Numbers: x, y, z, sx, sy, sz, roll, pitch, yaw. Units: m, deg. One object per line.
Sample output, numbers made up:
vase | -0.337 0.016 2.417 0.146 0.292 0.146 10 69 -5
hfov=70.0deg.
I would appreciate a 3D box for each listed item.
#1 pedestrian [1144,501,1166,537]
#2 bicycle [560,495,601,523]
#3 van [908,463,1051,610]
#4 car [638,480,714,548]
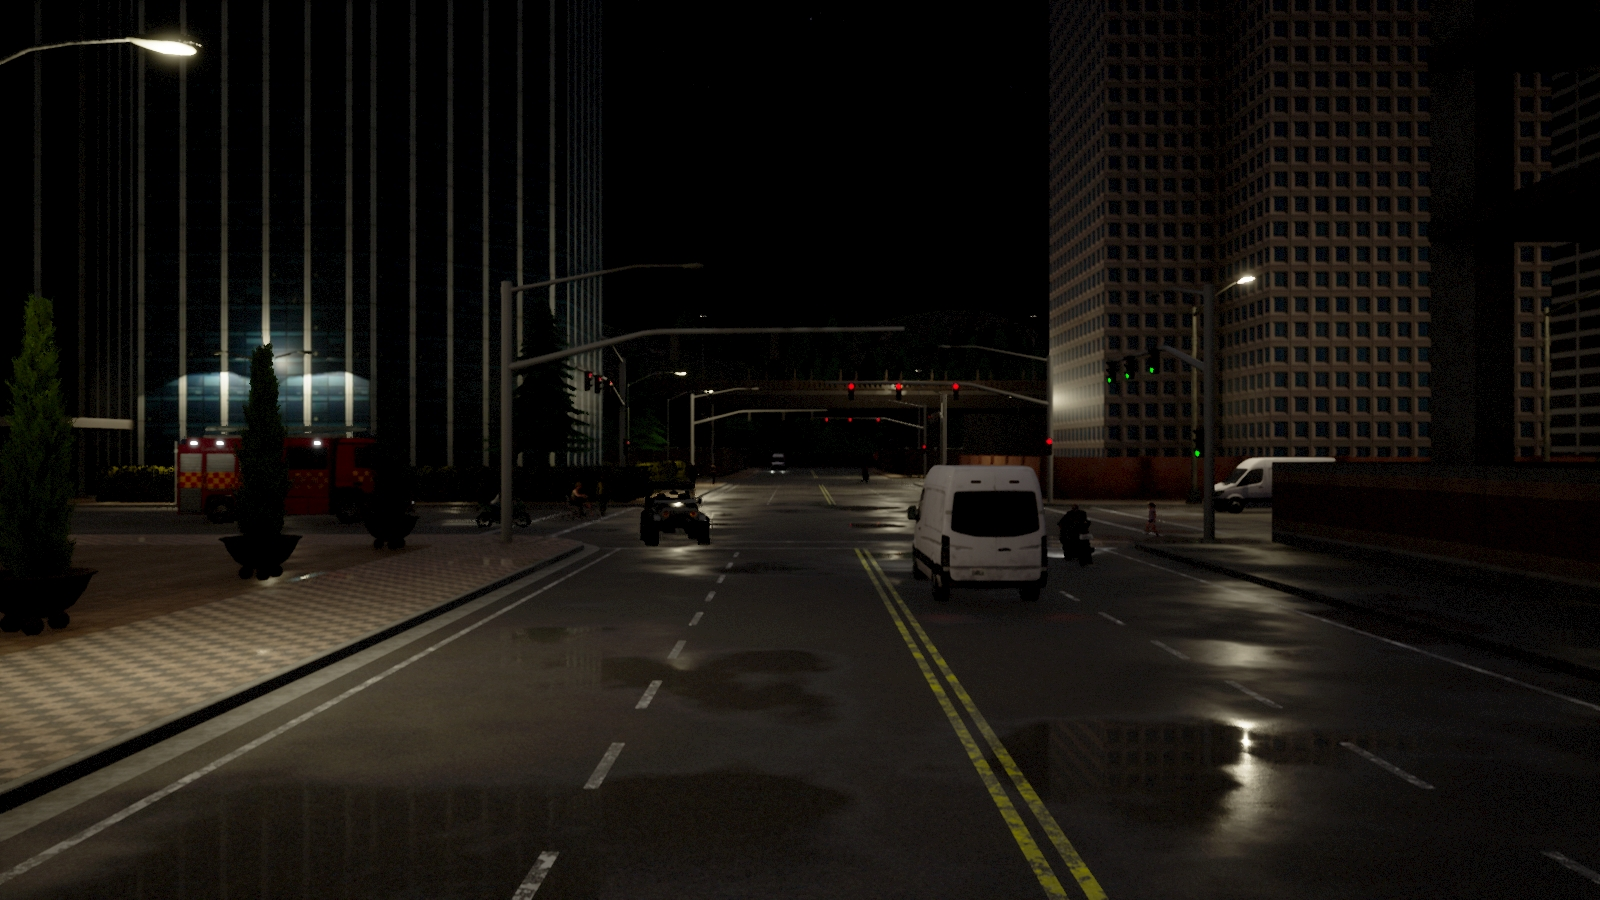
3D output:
pedestrian | 11.083 2.147 35.681 0.500 1.100 0.500 0 0 -11
bicycle | -8.768 2.344 45.674 1.487 1.080 0.859 0 0 -1
van | 3.501 1.581 23.401 1.988 2.561 5.915 0 0 0
car | -3.901 1.926 35.309 1.905 1.878 3.866 0 0 -13
